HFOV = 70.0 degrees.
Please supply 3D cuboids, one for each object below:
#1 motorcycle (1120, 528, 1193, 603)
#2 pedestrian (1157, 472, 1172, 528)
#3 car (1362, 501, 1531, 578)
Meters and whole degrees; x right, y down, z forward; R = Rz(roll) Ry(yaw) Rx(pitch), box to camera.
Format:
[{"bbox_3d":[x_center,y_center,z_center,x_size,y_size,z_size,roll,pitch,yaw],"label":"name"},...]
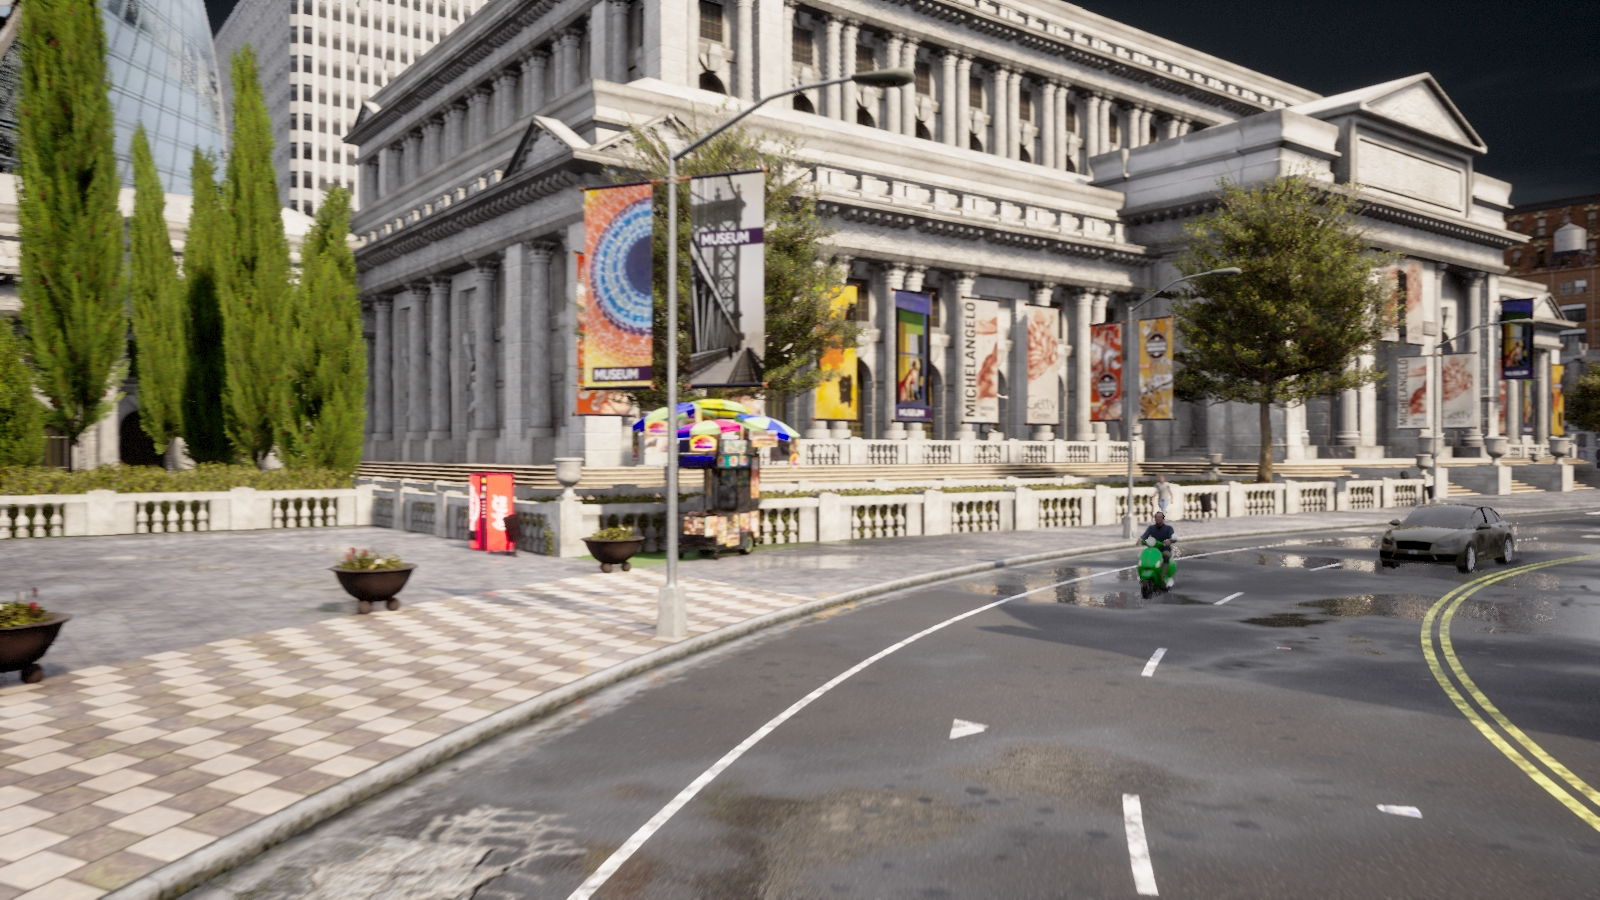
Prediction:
[{"bbox_3d":[6.875,2.186,21.993,0.856,1.236,1.805,0,0,34],"label":"motorcycle"},{"bbox_3d":[12.466,1.704,39.096,0.375,1.860,0.375,0,0,39],"label":"pedestrian"},{"bbox_3d":[15.707,2.071,27.653,4.892,1.480,2.231,0,0,-43],"label":"car"}]
